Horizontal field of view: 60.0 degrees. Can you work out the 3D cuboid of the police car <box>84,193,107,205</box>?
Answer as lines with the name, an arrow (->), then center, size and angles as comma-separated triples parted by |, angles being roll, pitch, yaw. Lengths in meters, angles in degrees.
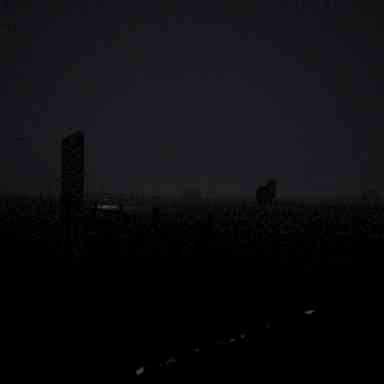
police car -> -12.342, 0.875, 42.109 | 2.038, 1.542, 4.974 | 1, 1, -35
